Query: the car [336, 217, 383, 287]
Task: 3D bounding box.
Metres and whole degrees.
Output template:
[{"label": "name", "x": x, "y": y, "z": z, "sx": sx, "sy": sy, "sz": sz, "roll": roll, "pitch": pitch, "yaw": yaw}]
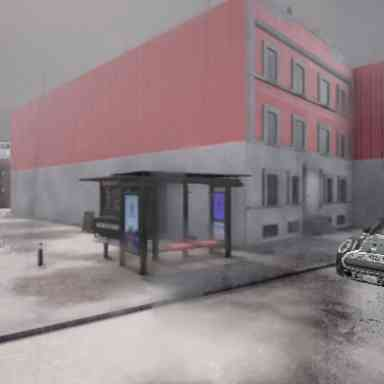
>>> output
[{"label": "car", "x": 5.809, "y": 1.351, "z": 8.743, "sx": 4.553, "sy": 1.767, "sz": 2.097, "roll": 0, "pitch": 0, "yaw": -35}]
